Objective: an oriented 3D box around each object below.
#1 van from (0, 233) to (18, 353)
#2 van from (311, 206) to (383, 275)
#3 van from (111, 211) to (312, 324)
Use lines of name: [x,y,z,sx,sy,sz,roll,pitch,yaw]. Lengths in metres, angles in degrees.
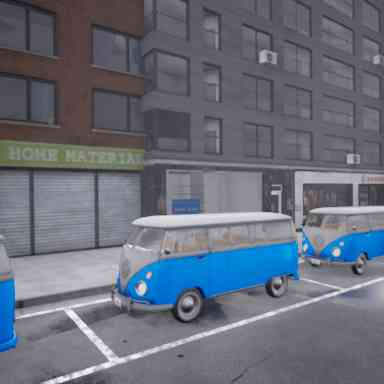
van: [-4.103,1.342,3.623,3.998,1.788,1.690,0,-1,-35]
van: [5.006,1.333,10.092,3.998,1.788,1.690,0,-1,-35]
van: [0.452,1.338,6.858,3.998,1.788,1.690,0,-1,-35]
